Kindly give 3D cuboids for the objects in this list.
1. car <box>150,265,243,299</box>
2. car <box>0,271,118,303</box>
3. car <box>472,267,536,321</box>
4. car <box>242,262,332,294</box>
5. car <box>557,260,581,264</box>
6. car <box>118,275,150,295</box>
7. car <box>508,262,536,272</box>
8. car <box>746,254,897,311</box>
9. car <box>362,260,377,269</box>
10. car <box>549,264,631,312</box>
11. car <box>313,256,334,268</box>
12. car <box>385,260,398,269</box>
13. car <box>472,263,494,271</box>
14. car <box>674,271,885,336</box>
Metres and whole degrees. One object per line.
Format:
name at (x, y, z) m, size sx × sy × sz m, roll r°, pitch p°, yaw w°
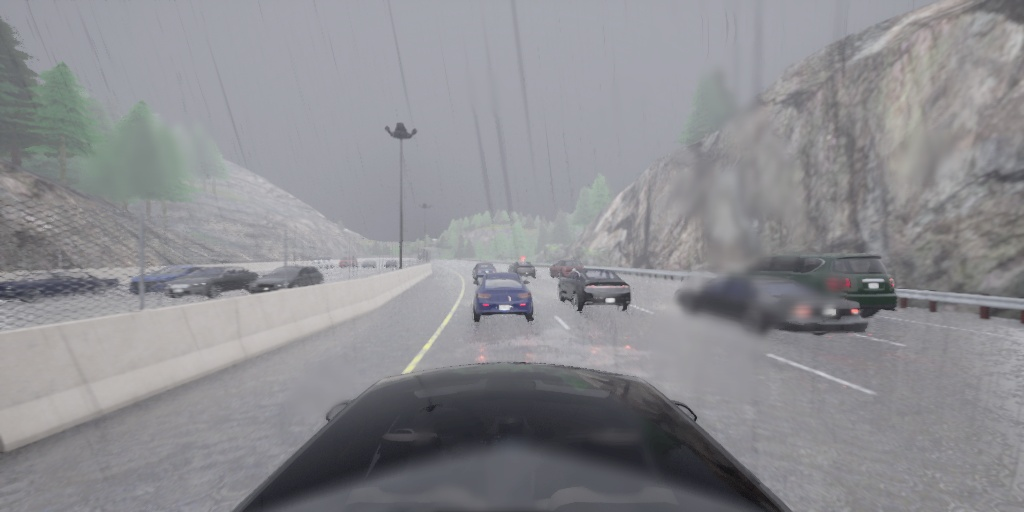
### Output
car at (-15.073, 1.277, 18.376) m, size 2.128 × 1.511 × 4.902 m, roll 0°, pitch 0°, yaw -6°
car at (-21.945, 1.402, 17.038) m, size 1.895 × 1.301 × 4.718 m, roll 0°, pitch 0°, yaw -6°
car at (-0.354, 1.277, 12.341) m, size 1.812 × 1.442 × 4.674 m, roll 0°, pitch 0°, yaw -4°
car at (-11.623, 1.282, 18.988) m, size 1.837 × 1.490 × 4.892 m, roll 0°, pitch 0°, yaw -6°
car at (4.671, 1.091, 30.669) m, size 2.097 × 1.767 × 4.553 m, roll 0°, pitch 0°, yaw -8°
car at (-18.819, 1.271, 20.428) m, size 1.882 × 1.535 × 5.008 m, roll 0°, pitch 0°, yaw -7°
car at (0.848, 1.240, 32.395) m, size 2.128 × 1.511 × 4.902 m, roll 0°, pitch 0°, yaw -10°
car at (10.153, 0.948, 12.918) m, size 2.150 × 2.045 × 5.566 m, roll 0°, pitch 0°, yaw -4°
car at (-23.497, 1.331, 59.258) m, size 1.812 × 1.442 × 4.674 m, roll 0°, pitch 0°, yaw -14°
car at (3.048, 1.235, 14.092) m, size 2.128 × 1.511 × 4.902 m, roll 0°, pitch 0°, yaw -4°
car at (-30.252, 1.042, 57.453) m, size 2.150 × 2.045 × 5.566 m, roll 0°, pitch 0°, yaw -14°
car at (-20.105, 1.345, 60.145) m, size 2.033 × 1.411 × 5.357 m, roll 0°, pitch 0°, yaw -14°
car at (-2.369, 1.303, 30.669) m, size 2.033 × 1.411 × 5.357 m, roll 0°, pitch 0°, yaw -9°
car at (6.816, 1.282, 10.331) m, size 2.033 × 1.411 × 5.357 m, roll 0°, pitch 0°, yaw -3°
